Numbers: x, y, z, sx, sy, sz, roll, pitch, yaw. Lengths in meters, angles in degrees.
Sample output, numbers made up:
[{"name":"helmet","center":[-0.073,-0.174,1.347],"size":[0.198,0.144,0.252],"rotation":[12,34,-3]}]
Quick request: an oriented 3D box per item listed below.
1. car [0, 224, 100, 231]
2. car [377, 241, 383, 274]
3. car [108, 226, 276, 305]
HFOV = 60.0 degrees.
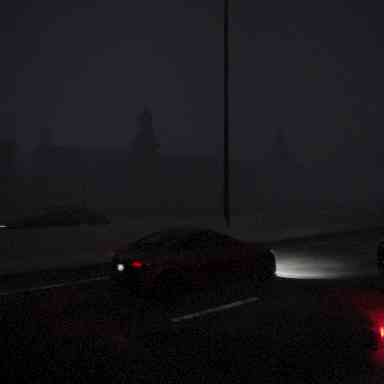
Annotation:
[{"name":"car","center":[-6.937,1.484,16.249],"size":[4.902,1.511,2.128],"rotation":[0,0,-36]},{"name":"car","center":[6.655,1.471,8.545],"size":[4.902,1.511,2.128],"rotation":[0,0,-36]},{"name":"car","center":[0.118,1.554,8.176],"size":[4.181,1.385,1.994],"rotation":[0,0,-35]}]
